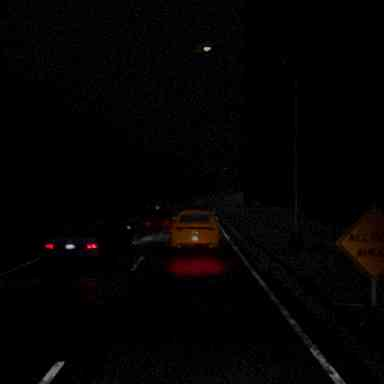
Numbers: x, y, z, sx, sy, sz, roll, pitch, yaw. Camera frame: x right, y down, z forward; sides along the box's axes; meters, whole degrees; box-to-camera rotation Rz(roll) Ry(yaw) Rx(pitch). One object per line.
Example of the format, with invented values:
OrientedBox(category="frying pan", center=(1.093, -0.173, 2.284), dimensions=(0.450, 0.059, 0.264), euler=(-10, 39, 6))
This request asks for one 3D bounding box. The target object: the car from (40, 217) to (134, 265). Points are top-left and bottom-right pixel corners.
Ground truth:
OrientedBox(category="car", center=(-3.394, 1.589, 11.820), dimensions=(2.033, 1.411, 5.357), euler=(0, 0, 0))

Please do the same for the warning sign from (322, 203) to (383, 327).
OrientedBox(category="warning sign", center=(3.058, 1.138, 5.613), dimensions=(1.300, 1.860, 1.060), euler=(0, 0, 0))

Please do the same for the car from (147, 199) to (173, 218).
OrientedBox(category="car", center=(-2.938, 1.448, 31.520), dimensions=(2.097, 1.767, 4.553), euler=(0, 0, 2))

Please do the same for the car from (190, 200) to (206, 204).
OrientedBox(category="car", center=(0.643, 1.579, 33.271), dimensions=(1.882, 1.535, 5.008), euler=(0, 0, 3))

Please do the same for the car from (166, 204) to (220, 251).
OrientedBox(category="car", center=(0.134, 1.526, 14.485), dimensions=(1.882, 1.535, 5.008), euler=(0, 0, 1))
